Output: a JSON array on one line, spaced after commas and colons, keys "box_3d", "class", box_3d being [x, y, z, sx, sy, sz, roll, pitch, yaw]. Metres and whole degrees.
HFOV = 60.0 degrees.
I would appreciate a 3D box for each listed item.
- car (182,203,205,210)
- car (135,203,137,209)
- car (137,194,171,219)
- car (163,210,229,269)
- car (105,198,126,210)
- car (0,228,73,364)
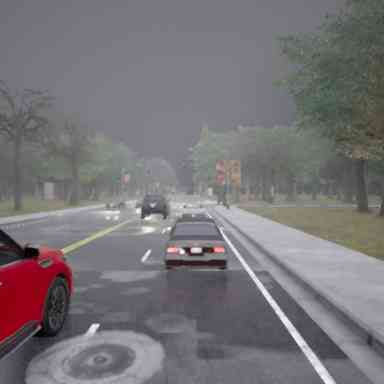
[{"box_3d": [0.119, 1.593, 28.737, 1.895, 1.301, 4.718, 0, 0, 0], "class": "car"}, {"box_3d": [-6.464, 1.560, 45.313, 1.994, 1.385, 4.181, 0, 0, 0], "class": "car"}, {"box_3d": [-3.121, 1.212, 29.243, 2.150, 2.045, 5.566, 0, 0, 0], "class": "car"}, {"box_3d": [0.112, 1.543, 11.048, 2.033, 1.411, 5.357, 0, 0, 0], "class": "car"}, {"box_3d": [-9.740, 1.486, 42.876, 2.128, 1.511, 4.902, 0, 0, 1], "class": "car"}, {"box_3d": [-3.147, 1.220, 3.448, 2.150, 2.045, 5.566, 0, 0, 0], "class": "car"}]
